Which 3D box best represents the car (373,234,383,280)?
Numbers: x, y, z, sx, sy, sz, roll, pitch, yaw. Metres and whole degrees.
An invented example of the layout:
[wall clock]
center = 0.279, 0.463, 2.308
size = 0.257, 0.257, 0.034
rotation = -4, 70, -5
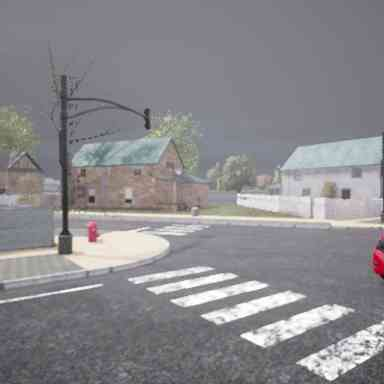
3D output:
[car]
center = 6.885, 1.232, 8.476
size = 5.566, 2.045, 2.150
rotation = 0, 0, -36
